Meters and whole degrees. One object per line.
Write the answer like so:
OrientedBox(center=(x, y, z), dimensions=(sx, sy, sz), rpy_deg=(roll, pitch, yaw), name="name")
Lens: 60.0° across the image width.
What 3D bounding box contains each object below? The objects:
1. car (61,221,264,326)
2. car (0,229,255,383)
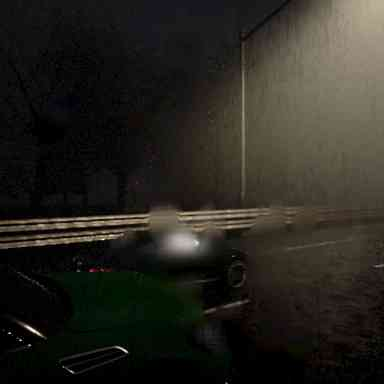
OrientedBox(center=(-0.549, 1.547, 7.609), dimensions=(4.181, 1.385, 1.994), rpy_deg=(0, 0, -35), name="car")
OrientedBox(center=(-2.326, 1.223, 2.079), dimensions=(5.566, 2.045, 2.150), rpy_deg=(0, 0, -35), name="car")
